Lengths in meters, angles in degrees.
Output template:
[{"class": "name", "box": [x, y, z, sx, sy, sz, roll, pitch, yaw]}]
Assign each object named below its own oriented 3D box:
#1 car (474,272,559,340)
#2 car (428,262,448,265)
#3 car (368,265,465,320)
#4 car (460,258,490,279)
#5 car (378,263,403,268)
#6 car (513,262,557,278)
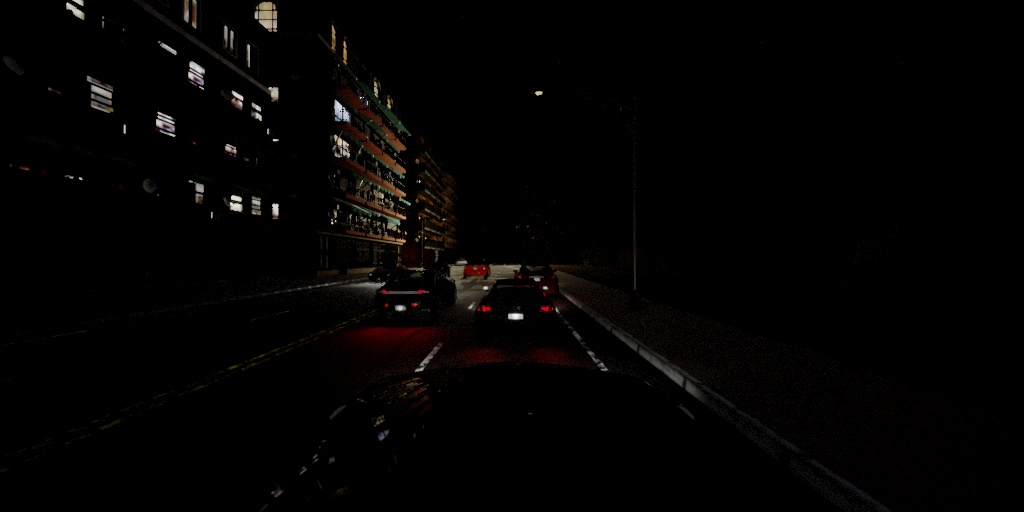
[{"class": "car", "box": [0.097, 1.315, 9.983, 1.994, 1.385, 4.181, 0, 0, 0]}, {"class": "car", "box": [-6.589, 1.257, 31.492, 1.837, 1.490, 4.892, 0, 0, 0]}, {"class": "car", "box": [-3.148, 1.244, 12.546, 2.128, 1.511, 4.902, 0, 0, 0]}, {"class": "car", "box": [-3.131, 1.103, 32.660, 2.097, 1.767, 4.553, 0, 0, 0]}, {"class": "car", "box": [-9.840, 1.299, 29.193, 2.033, 1.411, 5.357, 0, 0, 0]}, {"class": "car", "box": [1.144, 1.103, 18.563, 2.097, 1.767, 4.553, 0, 0, 0]}]
